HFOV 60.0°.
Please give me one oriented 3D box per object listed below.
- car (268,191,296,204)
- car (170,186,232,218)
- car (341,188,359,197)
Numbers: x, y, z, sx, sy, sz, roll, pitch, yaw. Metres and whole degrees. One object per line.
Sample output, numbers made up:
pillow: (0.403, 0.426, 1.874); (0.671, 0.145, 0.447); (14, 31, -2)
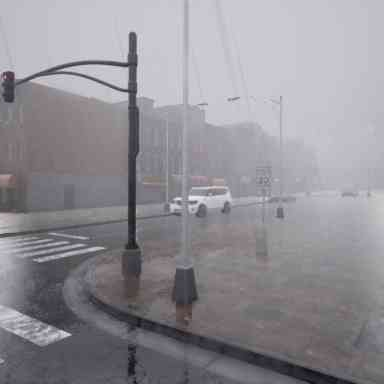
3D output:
car: (9.889, 0.579, 36.408); (1.994, 1.385, 4.181); (0, 2, 36)
car: (0.818, 0.629, 23.709); (2.150, 2.045, 5.566); (0, 2, 36)
car: (24.995, 0.089, 52.520); (2.033, 1.411, 5.357); (0, 2, 35)
